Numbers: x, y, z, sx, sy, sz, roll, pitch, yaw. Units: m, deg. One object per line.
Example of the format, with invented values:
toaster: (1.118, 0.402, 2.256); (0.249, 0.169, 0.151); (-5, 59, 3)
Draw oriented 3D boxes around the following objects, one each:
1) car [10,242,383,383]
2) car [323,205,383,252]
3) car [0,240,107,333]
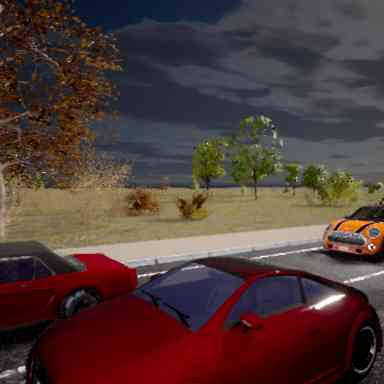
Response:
car: (0.368, 1.527, 3.914); (4.181, 1.385, 1.994); (0, 1, -35)
car: (6.882, 1.276, 12.222); (4.553, 1.767, 2.097); (0, 1, -34)
car: (-3.376, 1.530, 5.297); (4.718, 1.301, 1.895); (0, 1, -34)
